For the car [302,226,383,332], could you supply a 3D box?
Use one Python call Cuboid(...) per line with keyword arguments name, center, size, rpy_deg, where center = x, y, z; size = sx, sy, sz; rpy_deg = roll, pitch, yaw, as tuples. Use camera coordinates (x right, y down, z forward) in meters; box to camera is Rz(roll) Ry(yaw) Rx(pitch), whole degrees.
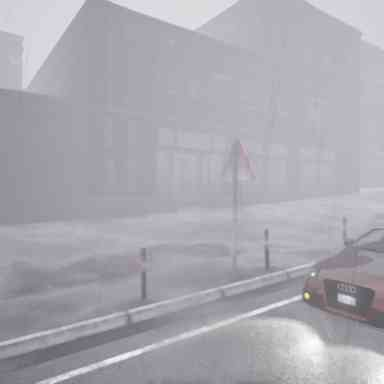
Cuboid(name="car", center=(3.946, 1.359, 6.137), size=(4.181, 1.385, 1.994), rpy_deg=(-3, 2, -35))
